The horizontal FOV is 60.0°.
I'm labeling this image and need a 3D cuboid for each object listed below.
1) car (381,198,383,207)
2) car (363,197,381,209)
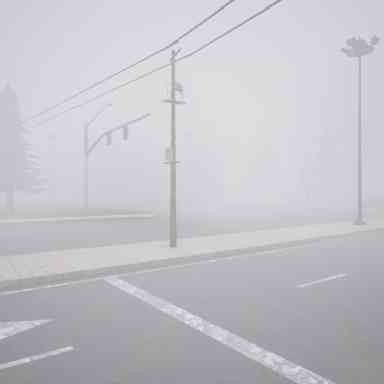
[{"bbox_3d":[27.590,1.231,43.597,5.566,2.045,2.150,0,0,-36],"label":"car"},{"bbox_3d":[25.916,1.486,46.692,5.008,1.535,1.882,0,0,-35],"label":"car"}]
